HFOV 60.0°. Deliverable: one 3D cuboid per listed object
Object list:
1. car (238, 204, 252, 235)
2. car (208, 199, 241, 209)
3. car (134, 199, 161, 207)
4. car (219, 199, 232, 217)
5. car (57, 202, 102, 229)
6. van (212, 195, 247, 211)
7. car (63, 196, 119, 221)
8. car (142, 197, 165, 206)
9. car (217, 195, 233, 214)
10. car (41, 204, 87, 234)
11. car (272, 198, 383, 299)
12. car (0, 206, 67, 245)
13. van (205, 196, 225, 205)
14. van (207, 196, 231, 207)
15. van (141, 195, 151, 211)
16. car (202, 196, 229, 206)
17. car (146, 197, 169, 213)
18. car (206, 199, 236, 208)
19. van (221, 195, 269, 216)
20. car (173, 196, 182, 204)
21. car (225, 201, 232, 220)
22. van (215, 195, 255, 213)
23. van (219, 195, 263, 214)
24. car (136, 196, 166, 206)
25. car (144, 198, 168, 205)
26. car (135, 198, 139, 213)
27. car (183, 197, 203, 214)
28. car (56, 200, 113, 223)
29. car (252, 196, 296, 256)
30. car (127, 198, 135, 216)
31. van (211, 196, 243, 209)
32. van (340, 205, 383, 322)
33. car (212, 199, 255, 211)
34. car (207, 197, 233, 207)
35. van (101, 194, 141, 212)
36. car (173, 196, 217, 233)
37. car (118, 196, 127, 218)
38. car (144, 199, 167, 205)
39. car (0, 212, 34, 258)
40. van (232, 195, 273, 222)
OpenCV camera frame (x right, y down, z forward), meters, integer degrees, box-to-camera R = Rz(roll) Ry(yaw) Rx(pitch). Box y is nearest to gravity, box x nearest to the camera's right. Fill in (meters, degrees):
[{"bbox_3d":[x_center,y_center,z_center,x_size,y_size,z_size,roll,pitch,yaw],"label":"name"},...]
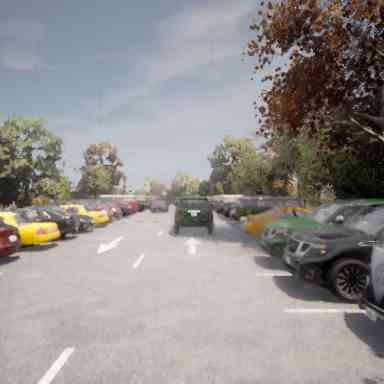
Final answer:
[{"bbox_3d":[5.034,1.515,16.124,5.008,1.535,2.097,0,0,0],"label":"car"},{"bbox_3d":[5.031,1.799,52.114,4.892,1.521,2.231,0,-1,0],"label":"car"},{"bbox_3d":[-8.041,1.992,60.621,4.674,1.452,2.002,0,-1,0],"label":"car"},{"bbox_3d":[5.033,1.539,27.205,5.008,1.535,2.097,0,0,0],"label":"car"},{"bbox_3d":[-8.047,1.522,19.002,4.892,1.521,2.231,0,0,0],"label":"car"},{"bbox_3d":[4.921,1.420,43.810,4.442,1.987,1.878,0,-1,0],"label":"van"},{"bbox_3d":[-8.072,1.407,24.554,4.553,1.767,2.185,0,0,0],"label":"car"},{"bbox_3d":[-8.013,1.980,68.946,4.553,1.767,2.185,0,-1,0],"label":"car"},{"bbox_3d":[5.010,1.294,30.100,5.566,2.045,2.435,0,0,0],"label":"car"},{"bbox_3d":[-8.034,1.516,16.225,4.892,1.521,2.231,0,0,0],"label":"car"},{"bbox_3d":[5.012,1.246,7.813,5.566,2.045,2.435,0,0,0],"label":"car"},{"bbox_3d":[-8.226,1.506,13.450,5.366,1.575,1.946,0,0,0],"label":"car"},{"bbox_3d":[5.153,2.002,74.395,4.442,1.987,1.878,0,-1,0],"label":"van"},{"bbox_3d":[5.153,1.774,63.198,4.442,1.987,1.878,0,-1,0],"label":"van"},{"bbox_3d":[-8.159,1.422,43.971,4.442,1.987,1.878,0,-1,0],"label":"van"},{"bbox_3d":[5.063,1.907,71.504,5.566,2.045,2.435,0,-1,0],"label":"car"},{"bbox_3d":[-3.600,1.629,37.752,2.033,1.411,5.357,0,0,0],"label":"car"},{"bbox_3d":[5.031,1.901,57.779,5.008,1.535,2.097,0,-1,0],"label":"car"},{"bbox_3d":[5.155,1.325,32.871,4.442,1.987,1.878,0,0,0],"label":"van"},{"bbox_3d":[-3.505,1.956,80.170,2.097,1.767,4.553,0,-2,0],"label":"car"},{"bbox_3d":[5.036,1.573,24.434,4.674,1.452,2.002,0,0,0],"label":"car"},{"bbox_3d":[4.921,1.337,38.419,4.442,1.987,1.878,0,-1,0],"label":"van"},{"bbox_3d":[5.154,1.331,35.516,4.442,1.987,1.878,0,0,0],"label":"van"},{"bbox_3d":[-8.072,1.802,66.177,5.566,2.045,2.435,0,-1,0],"label":"car"},{"bbox_3d":[-8.230,2.301,77.259,5.366,1.575,1.946,0,-1,0],"label":"car"},{"bbox_3d":[-8.039,1.591,32.883,4.674,1.452,2.002,0,0,0],"label":"car"},{"bbox_3d":[0.103,1.434,37.724,2.097,1.767,4.553,0,0,0],"label":"car"},{"bbox_3d":[-8.226,1.524,21.778,5.366,1.575,1.946,0,0,0],"label":"car"},{"bbox_3d":[5.011,1.252,10.583,5.566,2.045,2.435,0,0,0],"label":"car"},{"bbox_3d":[-8.047,1.544,30.107,5.008,1.535,2.097,0,0,0],"label":"car"},{"bbox_3d":[5.154,1.521,49.349,4.442,1.987,1.878,0,-1,0],"label":"van"},{"bbox_3d":[4.923,1.266,5.044,4.442,1.987,1.878,0,0,0],"label":"van"},{"bbox_3d":[5.043,1.595,41.036,5.008,1.535,2.097,0,-1,0],"label":"car"},{"bbox_3d":[5.005,1.823,60.427,4.553,1.767,2.185,0,-1,0],"label":"car"},{"bbox_3d":[-8.159,1.331,35.659,4.442,1.987,1.878,0,0,0],"label":"van"},{"bbox_3d":[0.099,1.266,20.104,2.150,2.045,5.566,0,0,0],"label":"car"},{"bbox_3d":[-8.073,1.413,27.330,4.553,1.767,2.185,0,0,0],"label":"car"},{"bbox_3d":[-8.039,2.231,74.491,4.892,1.521,2.231,0,-1,0],"label":"car"},{"bbox_3d":[-8.069,1.533,10.673,4.792,1.488,2.163,0,0,0],"label":"car"},{"bbox_3d":[5.155,1.302,21.790,4.442,1.987,1.878,0,0,0],"label":"van"}]
